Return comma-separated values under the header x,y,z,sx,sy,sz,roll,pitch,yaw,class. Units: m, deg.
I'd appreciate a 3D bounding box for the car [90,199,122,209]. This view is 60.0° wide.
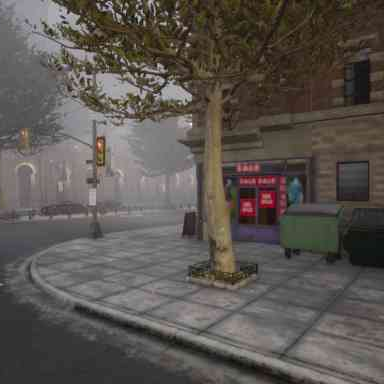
x,y,z,sx,sy,sz,roll,pitch,yaw,class
-11.936,1.595,45.181,1.895,1.301,4.718,0,0,36,car

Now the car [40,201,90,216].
x,y,z,sx,sy,sz,roll,pitch,yaw,class
-12.701,1.564,32.894,1.994,1.385,4.181,0,0,36,car
